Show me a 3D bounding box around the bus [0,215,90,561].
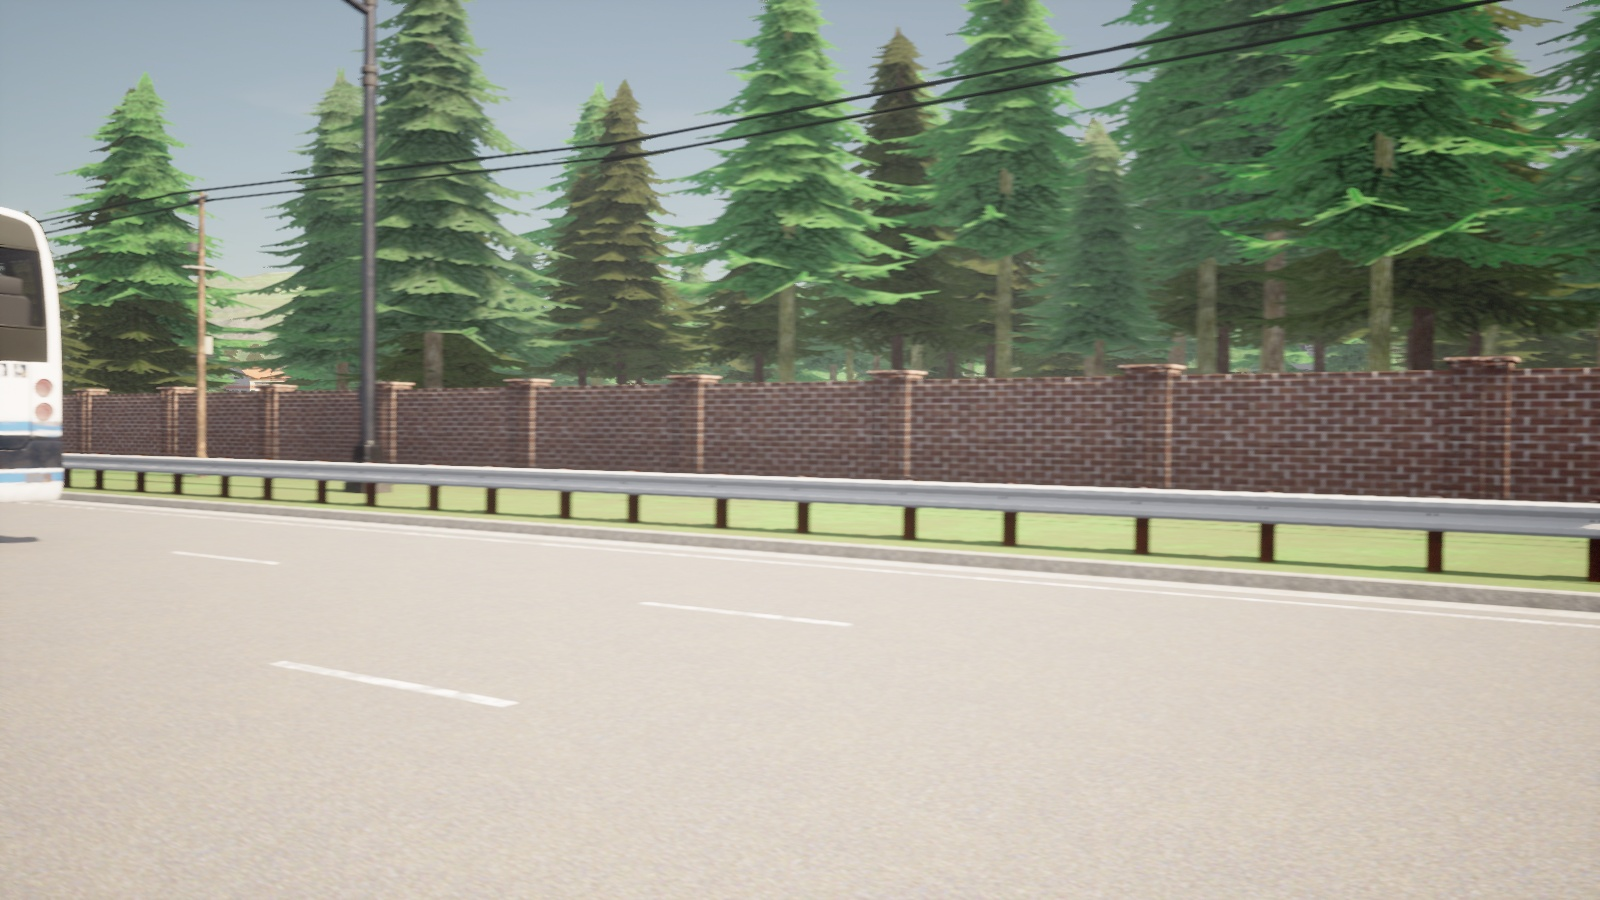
[{"bbox_3d":[-14.632,-0.750,17.519,10.273,4.253,3.944,0,1,34],"label":"bus"}]
